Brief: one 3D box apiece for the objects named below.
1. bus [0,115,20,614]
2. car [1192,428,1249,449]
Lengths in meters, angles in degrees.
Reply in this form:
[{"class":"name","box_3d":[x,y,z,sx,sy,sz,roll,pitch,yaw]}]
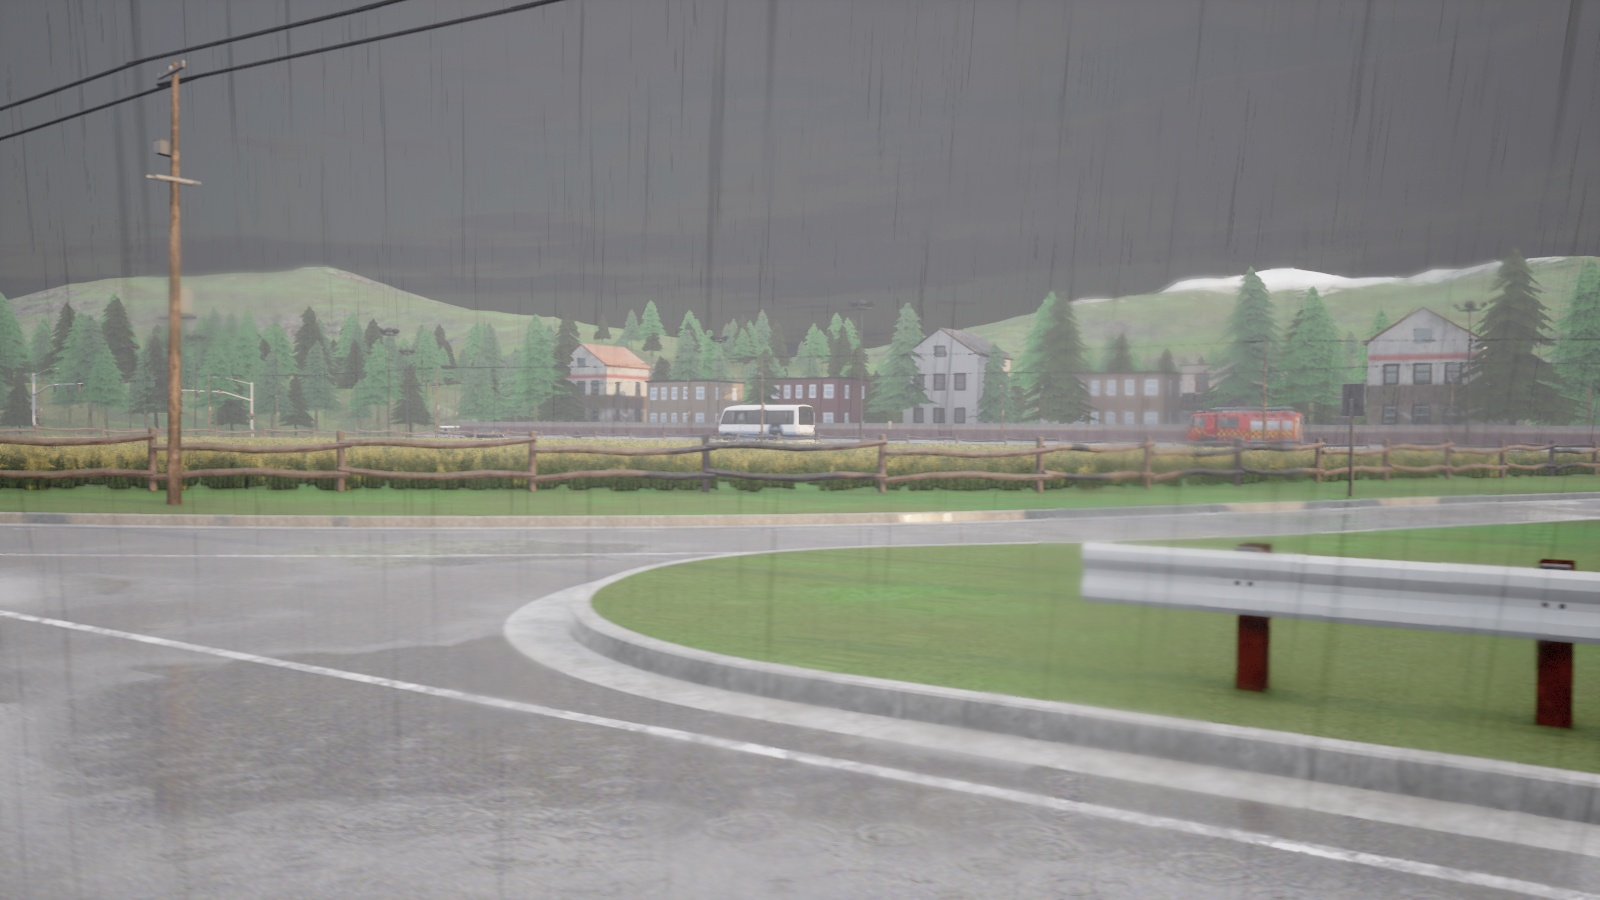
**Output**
[{"class":"bus","box_3d":[-12.188,-0.696,11.770,10.273,4.253,3.944,0,1,31]},{"class":"car","box_3d":[31.546,-0.863,94.220,3.705,1.549,1.789,0,1,34]}]
